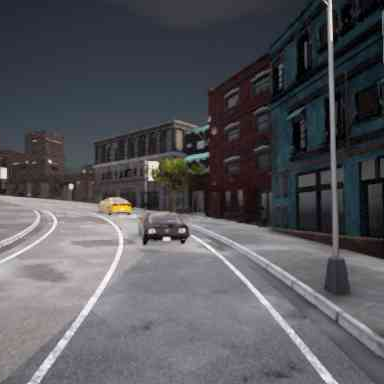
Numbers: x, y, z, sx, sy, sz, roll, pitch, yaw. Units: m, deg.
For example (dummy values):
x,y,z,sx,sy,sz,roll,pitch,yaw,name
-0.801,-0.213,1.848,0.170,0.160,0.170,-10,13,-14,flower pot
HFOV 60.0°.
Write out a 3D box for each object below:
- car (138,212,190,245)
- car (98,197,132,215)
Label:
x,y,z,sx,sy,sz,roll,pitch,yaw,name
-1.469,1.559,15.351,1.895,1.301,4.718,1,0,-12,car
-6.954,1.211,29.808,1.882,1.535,5.008,2,0,-29,car
